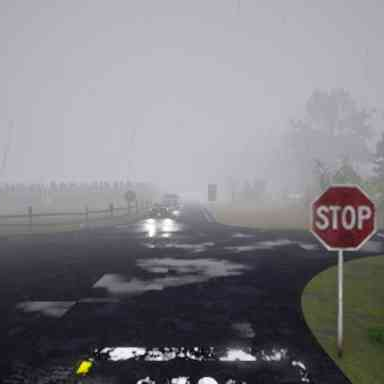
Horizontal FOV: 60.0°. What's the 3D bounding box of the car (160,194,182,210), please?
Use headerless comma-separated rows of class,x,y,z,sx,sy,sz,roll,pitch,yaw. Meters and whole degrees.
car,-2.795,1.228,42.858,2.150,2.045,5.566,0,0,0

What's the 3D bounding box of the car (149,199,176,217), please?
car,-2.812,1.600,30.744,1.895,1.301,4.718,0,0,0
